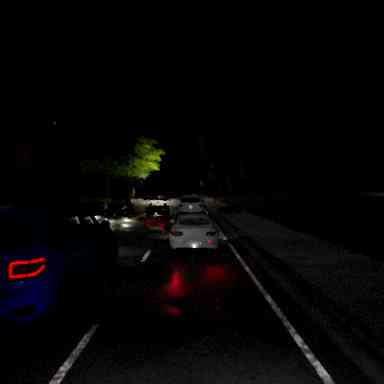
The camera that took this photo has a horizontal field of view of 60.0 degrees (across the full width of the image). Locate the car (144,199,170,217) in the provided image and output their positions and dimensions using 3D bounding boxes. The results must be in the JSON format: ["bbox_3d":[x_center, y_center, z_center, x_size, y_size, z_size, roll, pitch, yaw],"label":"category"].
[{"bbox_3d":[-3.150,1.615,31.602,1.895,1.301,4.718,0,0,0],"label":"car"}]

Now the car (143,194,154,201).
[{"bbox_3d":[-9.741,1.257,74.605,1.882,1.535,5.008,0,0,0],"label":"car"}]

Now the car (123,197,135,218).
[{"bbox_3d":[-6.594,1.368,30.588,2.097,1.767,4.553,0,0,0],"label":"car"}]

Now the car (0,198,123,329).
[{"bbox_3d":[-3.169,1.237,7.182,2.150,2.045,5.566,0,0,-1],"label":"car"}]

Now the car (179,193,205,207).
[{"bbox_3d":[-0.007,1.289,31.623,2.150,2.045,5.566,0,2,2],"label":"car"}]

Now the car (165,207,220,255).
[{"bbox_3d":[0.089,1.546,13.307,1.812,1.442,4.674,0,0,0],"label":"car"}]

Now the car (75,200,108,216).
[{"bbox_3d":[-9.842,1.576,33.017,1.994,1.385,4.181,0,0,0],"label":"car"}]

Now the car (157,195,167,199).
[{"bbox_3d":[-6.492,1.382,72.386,2.128,1.511,4.902,0,0,0],"label":"car"}]
